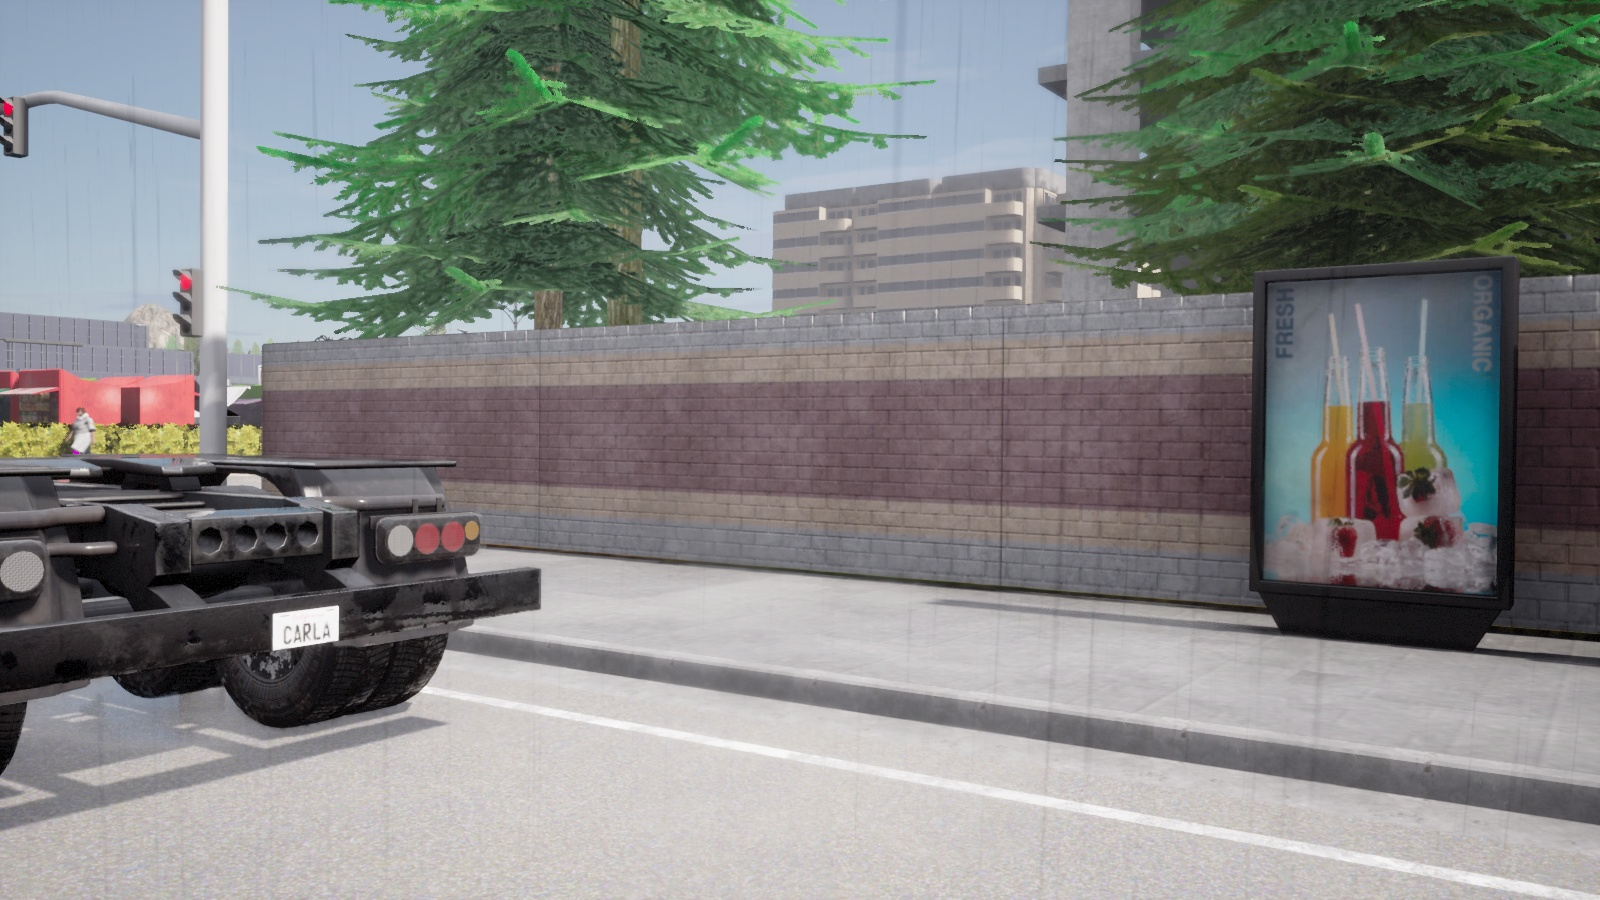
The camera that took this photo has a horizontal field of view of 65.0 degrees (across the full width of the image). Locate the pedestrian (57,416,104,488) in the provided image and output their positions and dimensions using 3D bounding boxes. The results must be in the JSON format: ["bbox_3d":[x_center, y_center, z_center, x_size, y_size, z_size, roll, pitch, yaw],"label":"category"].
[{"bbox_3d":[-19.815,0.037,34.596,0.659,1.952,0.873,0,1,33],"label":"pedestrian"}]

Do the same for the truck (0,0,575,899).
[{"bbox_3d":[-5.216,-0.300,7.067,7.936,3.462,2.891,0,1,34],"label":"truck"}]
